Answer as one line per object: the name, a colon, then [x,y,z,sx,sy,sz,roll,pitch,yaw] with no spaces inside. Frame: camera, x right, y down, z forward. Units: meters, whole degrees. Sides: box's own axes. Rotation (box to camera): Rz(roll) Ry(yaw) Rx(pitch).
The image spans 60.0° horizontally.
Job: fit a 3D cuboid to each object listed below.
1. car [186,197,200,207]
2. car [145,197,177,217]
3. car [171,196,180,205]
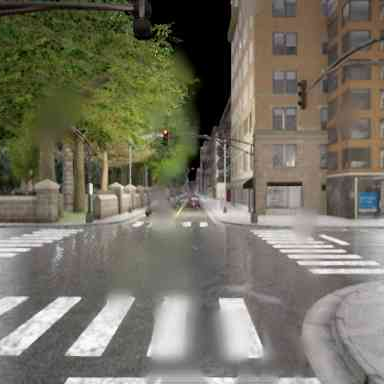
car: [0.219,1.450,47.938,1.812,1.442,4.674,0,0,0]
car: [-2.996,1.512,30.837,2.033,1.411,5.357,0,0,4]
car: [-2.985,1.441,43.117,1.837,1.490,4.892,0,0,0]
